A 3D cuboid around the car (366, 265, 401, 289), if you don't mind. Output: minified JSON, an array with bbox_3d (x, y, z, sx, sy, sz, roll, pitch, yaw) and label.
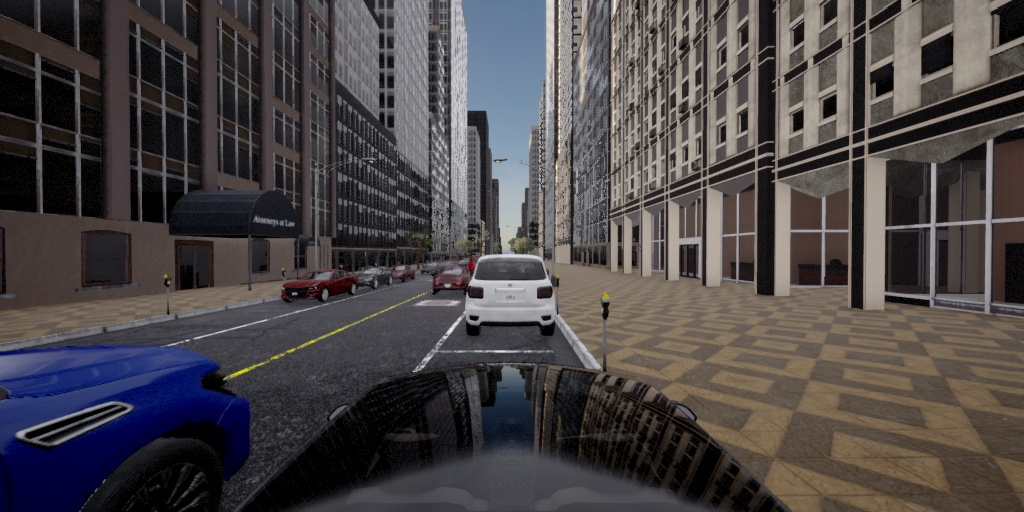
[{"bbox_3d":[-8.838,1.297,22.523,2.007,1.370,4.403,0,0,0],"label":"car"}]

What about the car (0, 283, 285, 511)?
[{"bbox_3d":[-3.054,0.972,0.301,2.150,2.045,5.566,0,0,0],"label":"car"}]

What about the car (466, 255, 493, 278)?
[{"bbox_3d":[-3.047,0.965,35.160,2.150,2.045,5.566,0,0,0],"label":"car"}]

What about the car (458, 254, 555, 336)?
[{"bbox_3d":[-0.039,0.976,10.531,2.150,2.045,5.566,0,0,0],"label":"car"}]

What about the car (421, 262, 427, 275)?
[{"bbox_3d":[-8.837,1.293,39.574,2.007,1.370,4.403,0,0,0],"label":"car"}]

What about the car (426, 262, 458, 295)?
[{"bbox_3d":[-3.147,1.272,19.831,1.812,1.442,4.674,0,0,0],"label":"car"}]

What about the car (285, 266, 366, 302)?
[{"bbox_3d":[-8.837,1.292,16.839,1.888,1.381,4.507,0,0,0],"label":"car"}]

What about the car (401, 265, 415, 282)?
[{"bbox_3d":[-8.837,1.327,28.206,1.802,1.307,4.207,0,0,0],"label":"car"}]

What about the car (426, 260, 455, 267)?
[{"bbox_3d":[-6.241,1.291,33.943,2.033,1.411,5.357,0,0,0],"label":"car"}]
